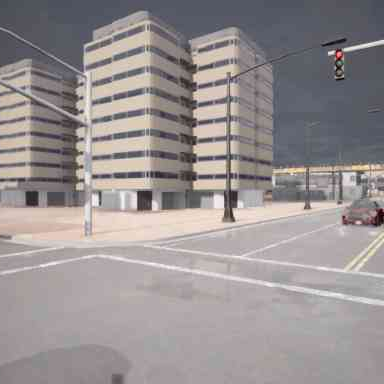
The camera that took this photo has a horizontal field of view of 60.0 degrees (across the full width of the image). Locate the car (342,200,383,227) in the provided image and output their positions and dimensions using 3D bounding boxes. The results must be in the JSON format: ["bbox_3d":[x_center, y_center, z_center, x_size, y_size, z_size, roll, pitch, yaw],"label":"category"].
[{"bbox_3d":[11.695,1.344,22.654,2.097,1.767,4.553,0,0,35],"label":"car"}]
